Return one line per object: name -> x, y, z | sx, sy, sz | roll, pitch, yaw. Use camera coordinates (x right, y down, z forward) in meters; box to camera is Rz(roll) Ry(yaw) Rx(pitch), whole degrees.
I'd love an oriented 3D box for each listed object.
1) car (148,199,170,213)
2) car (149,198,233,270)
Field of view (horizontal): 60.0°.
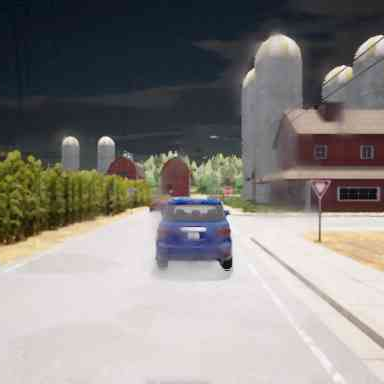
car -> -3.578, 1.527, 36.622 | 1.895, 1.301, 4.718 | 0, 0, 0
car -> 0.125, 1.199, 11.125 | 2.150, 2.045, 5.566 | 0, 0, 2
